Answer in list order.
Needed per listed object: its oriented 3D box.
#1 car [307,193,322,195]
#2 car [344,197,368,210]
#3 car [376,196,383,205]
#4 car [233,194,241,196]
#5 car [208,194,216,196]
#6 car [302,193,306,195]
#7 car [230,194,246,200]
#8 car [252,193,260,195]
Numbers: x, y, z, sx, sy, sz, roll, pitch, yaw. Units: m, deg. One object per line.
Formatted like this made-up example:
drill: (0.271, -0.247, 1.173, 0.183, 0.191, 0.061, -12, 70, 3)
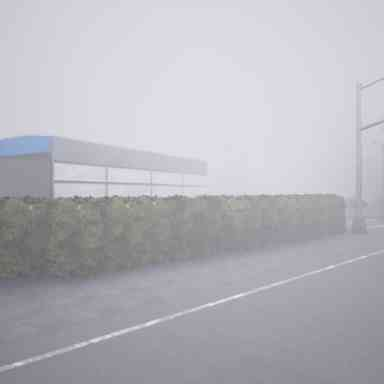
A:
car: (27.032, 1.097, 70.782, 4.605, 1.855, 1.932, 0, 0, -41)
car: (19.236, 1.339, 39.639, 4.514, 1.523, 2.007, 0, 0, -41)
car: (31.434, 1.384, 54.012, 3.806, 1.475, 1.970, 0, 0, -41)
car: (8.820, 1.298, 63.597, 4.514, 1.523, 2.007, 0, 0, -41)
car: (4.355, 1.298, 85.307, 4.514, 1.523, 2.007, 0, 0, -41)
car: (24.829, 1.077, 72.721, 3.866, 1.878, 1.905, 0, 0, -41)
car: (12.092, 1.232, 87.107, 3.806, 1.475, 1.970, 0, 0, -41)
car: (16.510, 1.153, 82.442, 5.027, 1.636, 2.152, 0, 0, -41)
